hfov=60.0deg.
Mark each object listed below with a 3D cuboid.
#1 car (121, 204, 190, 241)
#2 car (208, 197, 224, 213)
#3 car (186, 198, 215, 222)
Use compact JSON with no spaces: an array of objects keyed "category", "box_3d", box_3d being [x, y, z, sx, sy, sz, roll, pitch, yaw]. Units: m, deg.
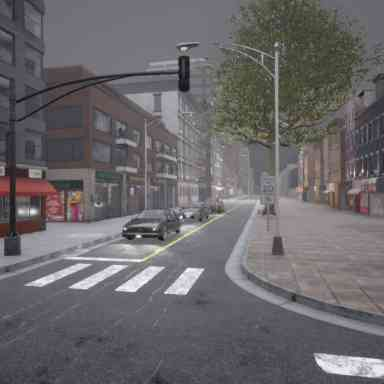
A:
[{"category":"car","box_3d":[-1.809,1.556,17.209,2.033,1.411,5.357,0,0,12]},{"category":"car","box_3d":[2.307,1.347,36.497,2.097,1.767,4.553,0,0,12]},{"category":"car","box_3d":[0.225,1.492,26.753,2.128,1.511,4.902,0,0,12]}]
